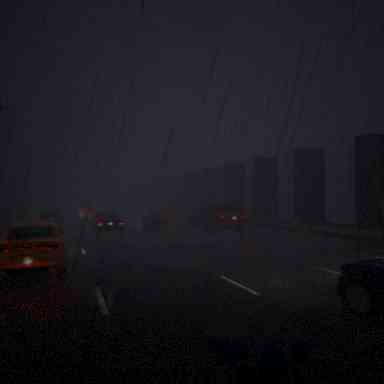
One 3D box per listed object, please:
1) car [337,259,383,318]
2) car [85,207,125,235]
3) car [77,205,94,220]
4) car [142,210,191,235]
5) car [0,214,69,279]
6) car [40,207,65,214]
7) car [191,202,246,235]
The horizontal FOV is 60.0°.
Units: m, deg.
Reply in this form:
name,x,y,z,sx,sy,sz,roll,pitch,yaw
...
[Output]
name,x,y,z,sx,sy,sz,roll,pitch,yaw
car,4.599,1.593,5.163,1.882,1.535,5.008,1,-1,-21
car,-5.765,2.004,22.275,2.033,1.411,5.357,1,-1,-21
car,-11.837,2.238,37.392,1.882,1.535,5.008,1,-1,-22
car,-2.079,1.955,22.455,2.128,1.511,4.902,1,-1,-21
car,-5.163,1.703,10.978,1.882,1.535,5.008,1,-1,-21
car,-12.128,2.063,28.886,1.882,1.535,5.008,1,-1,-22
car,1.599,1.696,22.652,2.150,2.045,5.566,1,-1,-21
